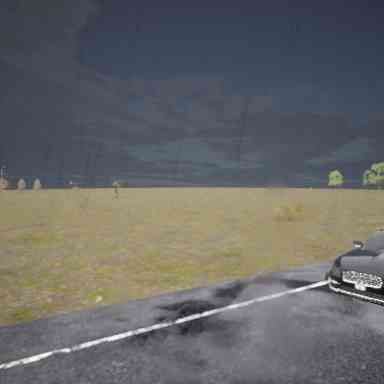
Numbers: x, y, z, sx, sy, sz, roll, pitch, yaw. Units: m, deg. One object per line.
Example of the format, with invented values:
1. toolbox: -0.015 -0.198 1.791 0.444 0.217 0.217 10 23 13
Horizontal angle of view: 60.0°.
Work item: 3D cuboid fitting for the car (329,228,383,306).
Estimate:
1. car: 5.102 1.521 7.527 4.892 1.490 1.837 0 0 -35
